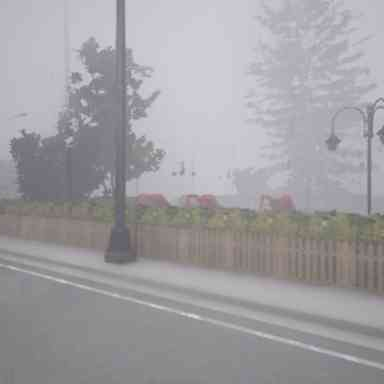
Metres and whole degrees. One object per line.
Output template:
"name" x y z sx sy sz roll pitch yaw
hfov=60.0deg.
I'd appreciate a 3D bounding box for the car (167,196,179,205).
"car" -2.533 1.493 57.743 1.837 1.490 4.892 0 0 35
